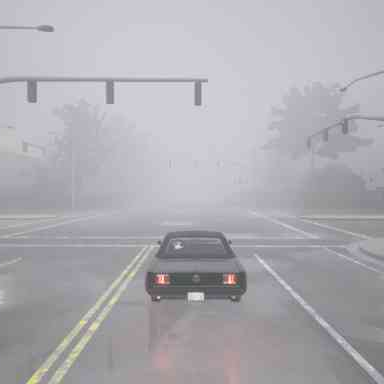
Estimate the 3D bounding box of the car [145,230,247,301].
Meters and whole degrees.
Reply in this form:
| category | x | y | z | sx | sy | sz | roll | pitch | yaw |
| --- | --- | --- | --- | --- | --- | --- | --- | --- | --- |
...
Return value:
| category | x | y | z | sx | sy | sz | roll | pitch | yaw |
| --- | --- | --- | --- | --- | --- | --- | --- | --- | --- |
| car | 0.066 | 1.601 | 8.242 | 1.895 | 1.301 | 4.718 | 0 | 0 | 0 |
